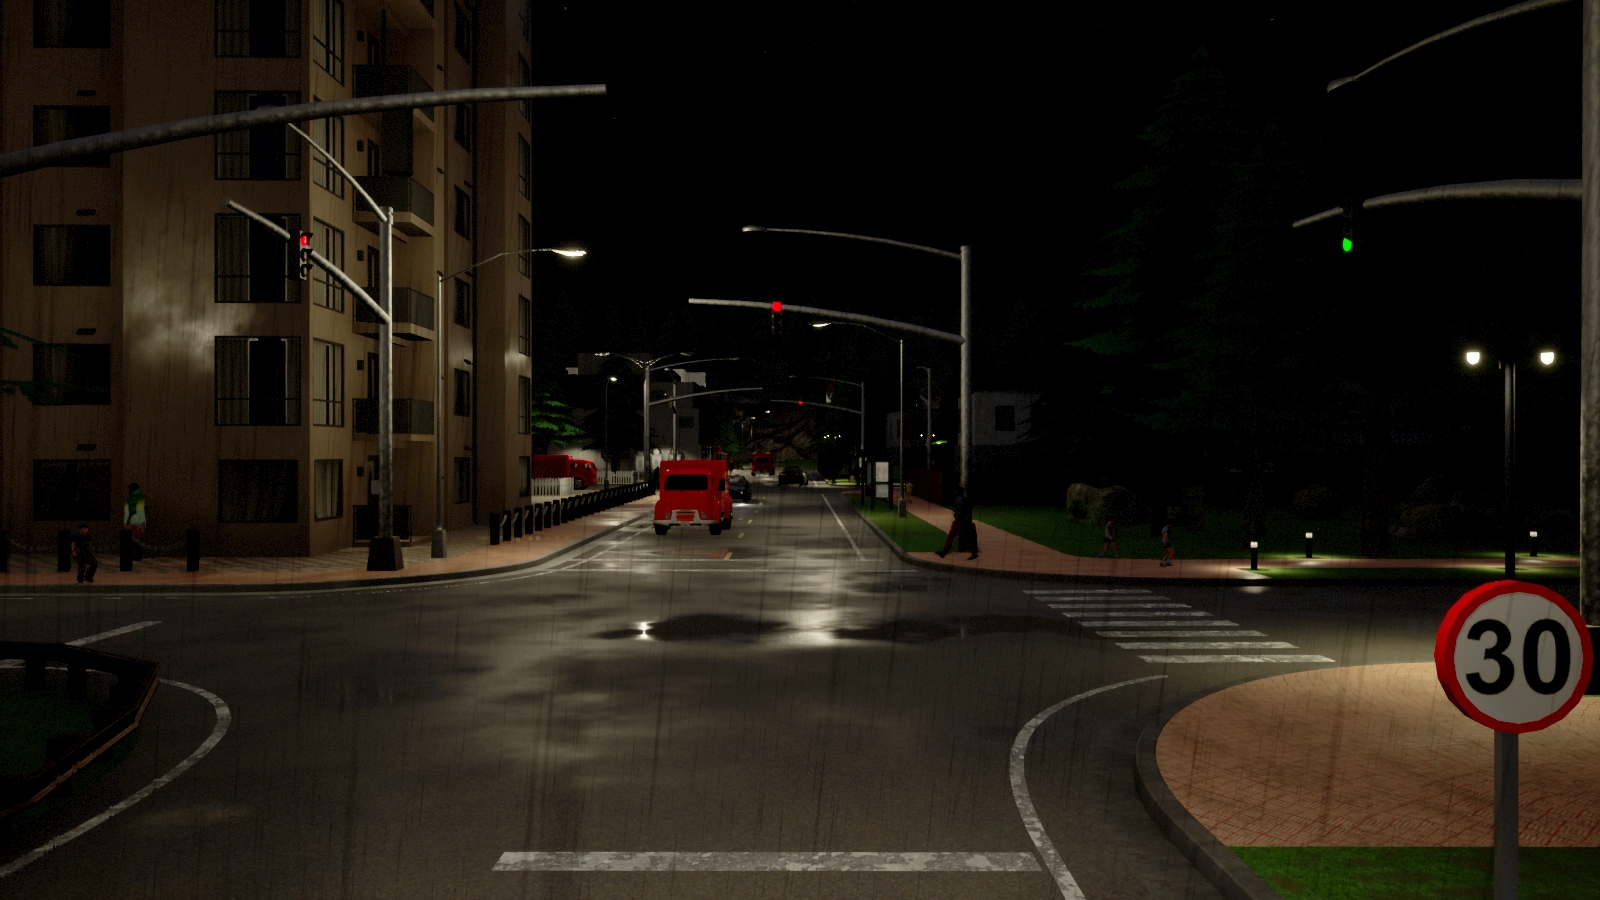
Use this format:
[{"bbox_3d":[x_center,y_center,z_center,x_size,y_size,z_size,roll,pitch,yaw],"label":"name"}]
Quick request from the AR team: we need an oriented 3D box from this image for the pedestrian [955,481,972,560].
[{"bbox_3d":[3.886,1.675,27.159,0.375,1.860,0.375,0,0,1],"label":"pedestrian"}]

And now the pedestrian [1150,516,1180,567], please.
[{"bbox_3d":[8.195,2.044,25.666,0.500,1.100,0.500,0,0,0],"label":"pedestrian"}]

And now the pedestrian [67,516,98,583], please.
[{"bbox_3d":[-14.279,1.974,22.734,0.375,1.300,0.375,0,0,23],"label":"pedestrian"}]

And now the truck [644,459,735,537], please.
[{"bbox_3d":[-3.689,1.548,39.174,2.627,2.467,5.204,0,0,0],"label":"truck"}]

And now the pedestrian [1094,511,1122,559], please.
[{"bbox_3d":[7.479,2.055,27.740,0.500,1.100,0.500,0,0,37],"label":"pedestrian"}]

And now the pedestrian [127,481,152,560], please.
[{"bbox_3d":[-15.726,1.677,27.203,0.375,1.860,0.375,0,0,-4],"label":"pedestrian"}]
